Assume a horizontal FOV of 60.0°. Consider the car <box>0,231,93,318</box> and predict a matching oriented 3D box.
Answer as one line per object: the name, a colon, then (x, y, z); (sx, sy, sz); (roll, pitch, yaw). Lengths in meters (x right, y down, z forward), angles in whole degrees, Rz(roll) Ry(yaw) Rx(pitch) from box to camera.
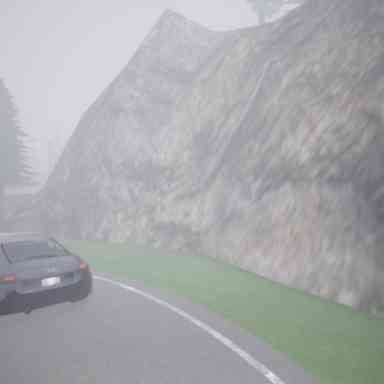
car: (-3.960, 1.578, 7.379); (4.181, 1.385, 1.994); (0, 0, 44)
